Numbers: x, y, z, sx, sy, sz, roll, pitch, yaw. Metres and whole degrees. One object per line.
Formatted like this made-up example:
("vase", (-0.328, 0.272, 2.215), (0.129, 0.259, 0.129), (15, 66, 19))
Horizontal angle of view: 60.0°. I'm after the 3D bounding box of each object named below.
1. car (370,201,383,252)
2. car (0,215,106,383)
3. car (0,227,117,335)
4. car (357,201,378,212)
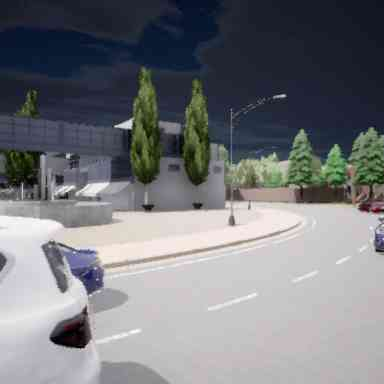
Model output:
("car", (8.664, 1.386, 13.153), (2.097, 1.767, 4.553), (0, 0, 36))
("car", (-3.330, 1.227, 1.757), (5.566, 2.045, 2.150), (0, 0, -37))
("car", (-3.855, 1.542, 5.755), (4.674, 1.442, 1.812), (0, 0, -38))
("car", (20.254, 1.662, 37.192), (1.994, 1.385, 4.181), (0, 0, 2))
